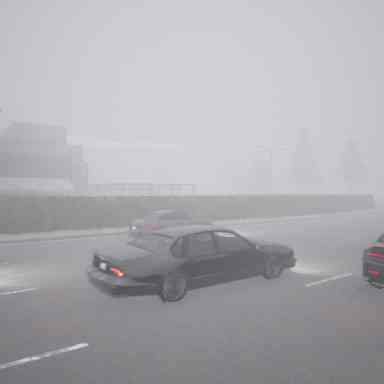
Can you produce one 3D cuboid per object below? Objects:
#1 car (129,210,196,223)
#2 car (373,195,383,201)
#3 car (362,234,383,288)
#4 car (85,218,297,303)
[{"bbox_3d":[-0.950,1.564,15.969,4.181,1.385,1.994,0,0,-36],"label":"car"},{"bbox_3d":[45.283,1.477,80.898,1.882,1.535,5.008,0,0,11],"label":"car"},{"bbox_3d":[5.995,1.505,8.026,4.892,1.490,1.837,0,0,-36],"label":"car"},{"bbox_3d":[0.223,1.547,8.205,5.357,1.411,2.033,0,0,-36],"label":"car"}]
